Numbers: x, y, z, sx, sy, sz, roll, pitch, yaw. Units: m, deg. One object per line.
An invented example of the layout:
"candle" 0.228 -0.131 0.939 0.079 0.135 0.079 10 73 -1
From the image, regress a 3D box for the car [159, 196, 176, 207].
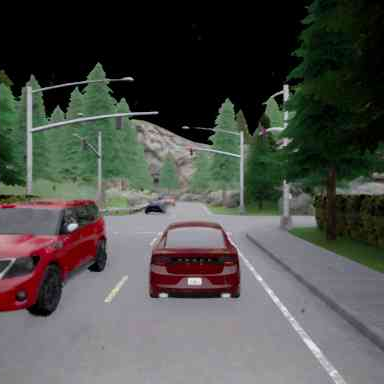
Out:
"car" -3.597 1.352 50.509 2.097 1.767 4.553 0 0 0

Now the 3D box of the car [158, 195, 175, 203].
"car" -5.359 1.478 69.326 1.882 1.535 5.008 0 0 -27

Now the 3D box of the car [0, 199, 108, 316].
"car" -3.609 1.221 7.855 2.150 2.045 5.566 0 0 0

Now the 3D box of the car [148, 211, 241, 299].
"car" 0.068 1.478 8.538 1.882 1.535 5.008 0 0 0

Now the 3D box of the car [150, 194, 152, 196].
"car" -11.003 1.355 79.677 4.553 1.767 2.097 0 0 24

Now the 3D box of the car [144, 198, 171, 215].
"car" -3.649 1.599 34.429 1.895 1.301 4.718 0 0 2
